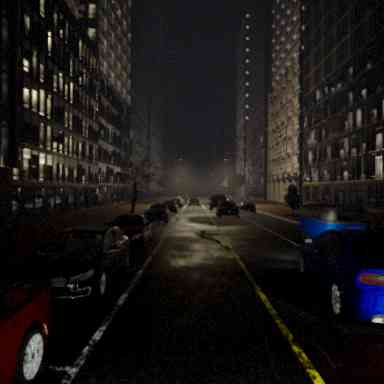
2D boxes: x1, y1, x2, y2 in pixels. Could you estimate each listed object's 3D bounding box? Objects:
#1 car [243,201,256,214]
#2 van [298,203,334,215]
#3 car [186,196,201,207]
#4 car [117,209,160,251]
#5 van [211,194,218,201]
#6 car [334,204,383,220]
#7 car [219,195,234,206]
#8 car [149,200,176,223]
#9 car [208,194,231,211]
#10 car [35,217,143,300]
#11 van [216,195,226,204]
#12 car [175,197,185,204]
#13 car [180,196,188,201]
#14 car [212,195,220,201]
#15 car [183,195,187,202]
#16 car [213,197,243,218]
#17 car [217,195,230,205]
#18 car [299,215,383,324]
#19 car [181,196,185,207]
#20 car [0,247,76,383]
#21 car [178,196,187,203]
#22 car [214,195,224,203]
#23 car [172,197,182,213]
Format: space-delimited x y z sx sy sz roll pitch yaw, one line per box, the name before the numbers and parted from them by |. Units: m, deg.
car | 5.940 1.657 36.633 2.008 1.369 4.403 0 0 0
van | 5.771 1.404 13.900 1.690 1.788 3.998 0 0 0
car | 0.374 1.625 52.413 1.812 1.442 4.674 0 0 0
car | -2.609 1.592 13.962 1.802 1.307 4.206 0 0 0
van | 6.358 1.548 93.468 1.690 1.788 3.998 0 0 0
car | 5.729 1.367 8.217 2.192 1.841 5.009 0 0 0
car | 6.106 1.463 59.368 2.192 1.841 5.009 0 0 0
car | -2.525 1.583 25.329 2.008 1.369 4.403 0 0 0
car | 3.309 1.324 42.780 2.150 2.045 5.566 0 0 1
car | -2.651 1.550 8.278 2.008 1.369 4.403 0 0 0
van | 6.191 1.510 70.735 1.690 1.788 3.998 0 0 0
car | -2.232 1.631 64.943 1.752 1.417 4.829 0 0 0
car | -2.063 1.696 87.847 2.008 1.369 4.403 0 0 0
car | 6.316 1.638 87.785 1.967 1.590 4.097 0 0 0
car | -2.315 1.525 53.746 1.967 1.590 4.097 0 0 0
car | 3.256 1.557 31.209 1.882 1.535 5.008 0 0 1
car | 6.148 1.473 65.052 2.192 1.841 5.009 0 0 0
car | 3.684 1.515 7.309 1.882 1.535 5.008 0 0 7
car | -2.357 1.656 48.062 1.802 1.307 4.206 0 0 0
car | -2.692 1.533 2.595 1.887 1.381 4.507 0 0 0
car | -2.147 1.691 76.480 1.947 1.339 4.313 0 0 0
car | 6.233 1.619 76.418 1.967 1.590 4.097 0 0 0
car | -2.441 1.604 36.695 2.008 1.369 4.403 0 0 0
